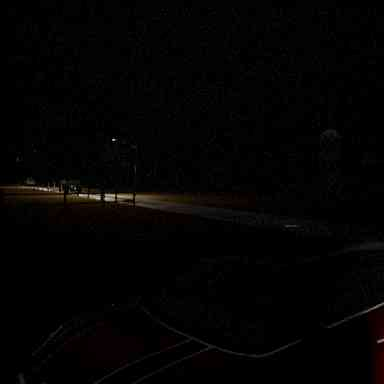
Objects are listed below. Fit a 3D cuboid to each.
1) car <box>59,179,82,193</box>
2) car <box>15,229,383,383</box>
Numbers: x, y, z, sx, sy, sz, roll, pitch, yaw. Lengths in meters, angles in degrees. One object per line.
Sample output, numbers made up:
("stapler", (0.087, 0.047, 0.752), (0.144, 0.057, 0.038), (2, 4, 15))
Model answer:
("car", (-18.408, -0.954, 50.071), (2.150, 2.045, 5.566), (2, 2, -36))
("car", (0.687, 1.353, 3.435), (4.553, 1.767, 2.097), (0, 0, -35))
